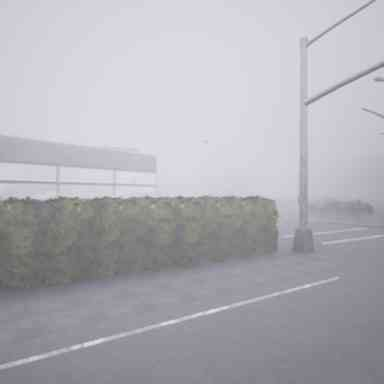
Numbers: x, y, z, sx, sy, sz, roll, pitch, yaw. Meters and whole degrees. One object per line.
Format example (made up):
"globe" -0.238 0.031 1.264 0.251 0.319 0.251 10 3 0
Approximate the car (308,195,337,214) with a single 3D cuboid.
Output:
"car" 14.445 1.464 35.696 5.027 1.636 2.152 0 0 -35

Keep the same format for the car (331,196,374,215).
"car" 16.299 1.472 33.165 4.514 1.523 2.007 0 0 -35

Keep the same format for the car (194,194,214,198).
"car" 1.523 1.272 68.563 4.605 1.855 1.932 0 0 -35

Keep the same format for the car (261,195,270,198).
"car" 17.527 1.396 76.038 5.027 1.636 2.152 0 0 -35

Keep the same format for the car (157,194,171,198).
"car" -5.379 1.502 63.635 3.806 1.475 1.970 0 0 -35

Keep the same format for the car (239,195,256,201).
"car" 13.557 1.475 81.090 3.806 1.475 1.970 0 0 -35

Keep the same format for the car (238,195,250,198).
"car" 8.134 1.467 57.981 4.514 1.523 2.007 0 0 -35

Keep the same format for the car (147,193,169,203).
"car" -6.799 1.221 66.703 3.866 1.878 1.905 0 0 -35

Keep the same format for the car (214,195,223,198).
"car" 5.687 1.514 80.010 4.514 1.523 2.007 0 0 -35

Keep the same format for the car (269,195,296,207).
"car" 13.870 1.486 49.798 3.633 1.501 1.845 0 0 -35
